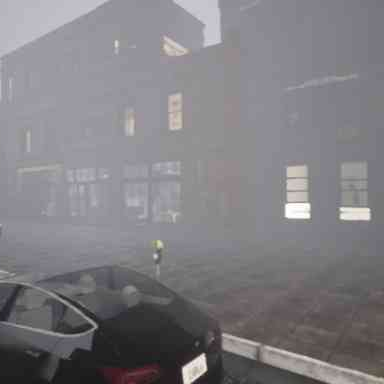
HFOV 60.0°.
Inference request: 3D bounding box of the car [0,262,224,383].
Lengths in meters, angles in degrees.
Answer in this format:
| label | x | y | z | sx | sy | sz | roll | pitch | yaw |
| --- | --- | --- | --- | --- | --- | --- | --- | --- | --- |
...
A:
| label | x | y | z | sx | sy | sz | roll | pitch | yaw |
| --- | --- | --- | --- | --- | --- | --- | --- | --- | --- |
| car | -1.668 | 1.562 | 4.078 | 4.313 | 1.339 | 1.947 | 0 | -1 | 36 |
